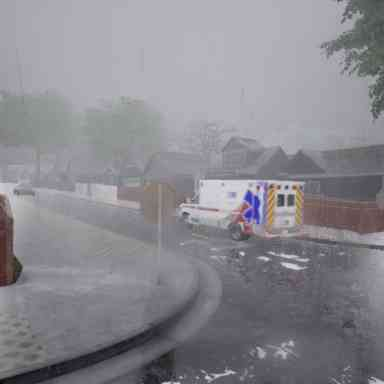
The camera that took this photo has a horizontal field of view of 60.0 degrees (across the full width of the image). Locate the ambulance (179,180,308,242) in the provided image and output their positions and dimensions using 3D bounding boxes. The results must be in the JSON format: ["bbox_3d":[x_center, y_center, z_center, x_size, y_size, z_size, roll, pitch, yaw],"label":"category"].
[{"bbox_3d":[1.839,0.728,14.820,2.351,2.431,6.366,1,1,-35],"label":"ambulance"}]

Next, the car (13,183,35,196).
[{"bbox_3d":[-22.360,-0.440,44.307,2.097,1.767,4.553,1,2,-35],"label":"car"}]
